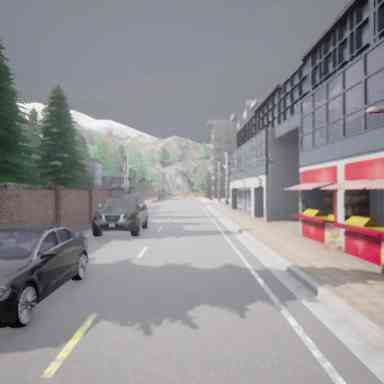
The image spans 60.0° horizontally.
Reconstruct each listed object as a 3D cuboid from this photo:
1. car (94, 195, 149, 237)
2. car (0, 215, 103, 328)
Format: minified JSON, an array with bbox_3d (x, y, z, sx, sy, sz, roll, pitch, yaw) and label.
[{"bbox_3d":[-3.700,1.180,18.153,2.150,2.045,5.566,0,0,0],"label":"car"},{"bbox_3d":[-3.640,1.484,7.015,2.128,1.511,4.902,0,0,0],"label":"car"}]
